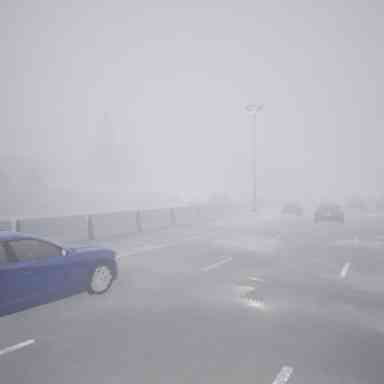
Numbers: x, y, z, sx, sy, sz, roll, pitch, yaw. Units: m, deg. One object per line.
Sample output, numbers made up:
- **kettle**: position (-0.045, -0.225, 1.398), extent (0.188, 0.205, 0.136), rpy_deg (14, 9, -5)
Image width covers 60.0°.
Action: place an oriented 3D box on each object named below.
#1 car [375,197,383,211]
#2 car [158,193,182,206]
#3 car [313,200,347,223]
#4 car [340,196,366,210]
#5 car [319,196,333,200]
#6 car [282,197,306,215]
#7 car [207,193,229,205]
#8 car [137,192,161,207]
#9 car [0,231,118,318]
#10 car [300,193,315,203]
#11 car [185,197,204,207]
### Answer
- **car**: position (23.554, 1.340, 40.064), extent (2.097, 1.767, 4.553), rpy_deg (0, 0, 18)
- **car**: position (-2.868, 1.125, 49.422), extent (1.812, 1.442, 4.674), rpy_deg (0, 0, 18)
- **car**: position (10.459, 1.556, 25.303), extent (1.994, 1.385, 4.181), rpy_deg (0, 0, 24)
- **car**: position (20.563, 1.339, 42.210), extent (2.097, 1.767, 4.553), rpy_deg (0, 0, 17)
- **car**: position (26.080, 1.542, 64.986), extent (1.994, 1.385, 4.181), rpy_deg (0, 0, 8)
- **car**: position (10.257, 1.515, 33.922), extent (1.812, 1.442, 4.674), rpy_deg (0, 0, 21)
- **car**: position (3.797, 1.203, 47.281), extent (2.150, 2.045, 5.566), rpy_deg (0, 0, 18)
- **car**: position (-6.213, 1.017, 50.450), extent (2.150, 2.045, 5.566), rpy_deg (0, 0, 18)
- **car**: position (-3.584, 1.476, 6.303), extent (1.882, 1.535, 5.008), rpy_deg (0, 0, 32)
- **car**: position (22.691, 1.197, 65.362), extent (2.150, 2.045, 5.566), rpy_deg (0, 0, 9)
- **car**: position (0.469, 1.515, 48.366), extent (1.812, 1.442, 4.674), rpy_deg (0, 0, 18)
